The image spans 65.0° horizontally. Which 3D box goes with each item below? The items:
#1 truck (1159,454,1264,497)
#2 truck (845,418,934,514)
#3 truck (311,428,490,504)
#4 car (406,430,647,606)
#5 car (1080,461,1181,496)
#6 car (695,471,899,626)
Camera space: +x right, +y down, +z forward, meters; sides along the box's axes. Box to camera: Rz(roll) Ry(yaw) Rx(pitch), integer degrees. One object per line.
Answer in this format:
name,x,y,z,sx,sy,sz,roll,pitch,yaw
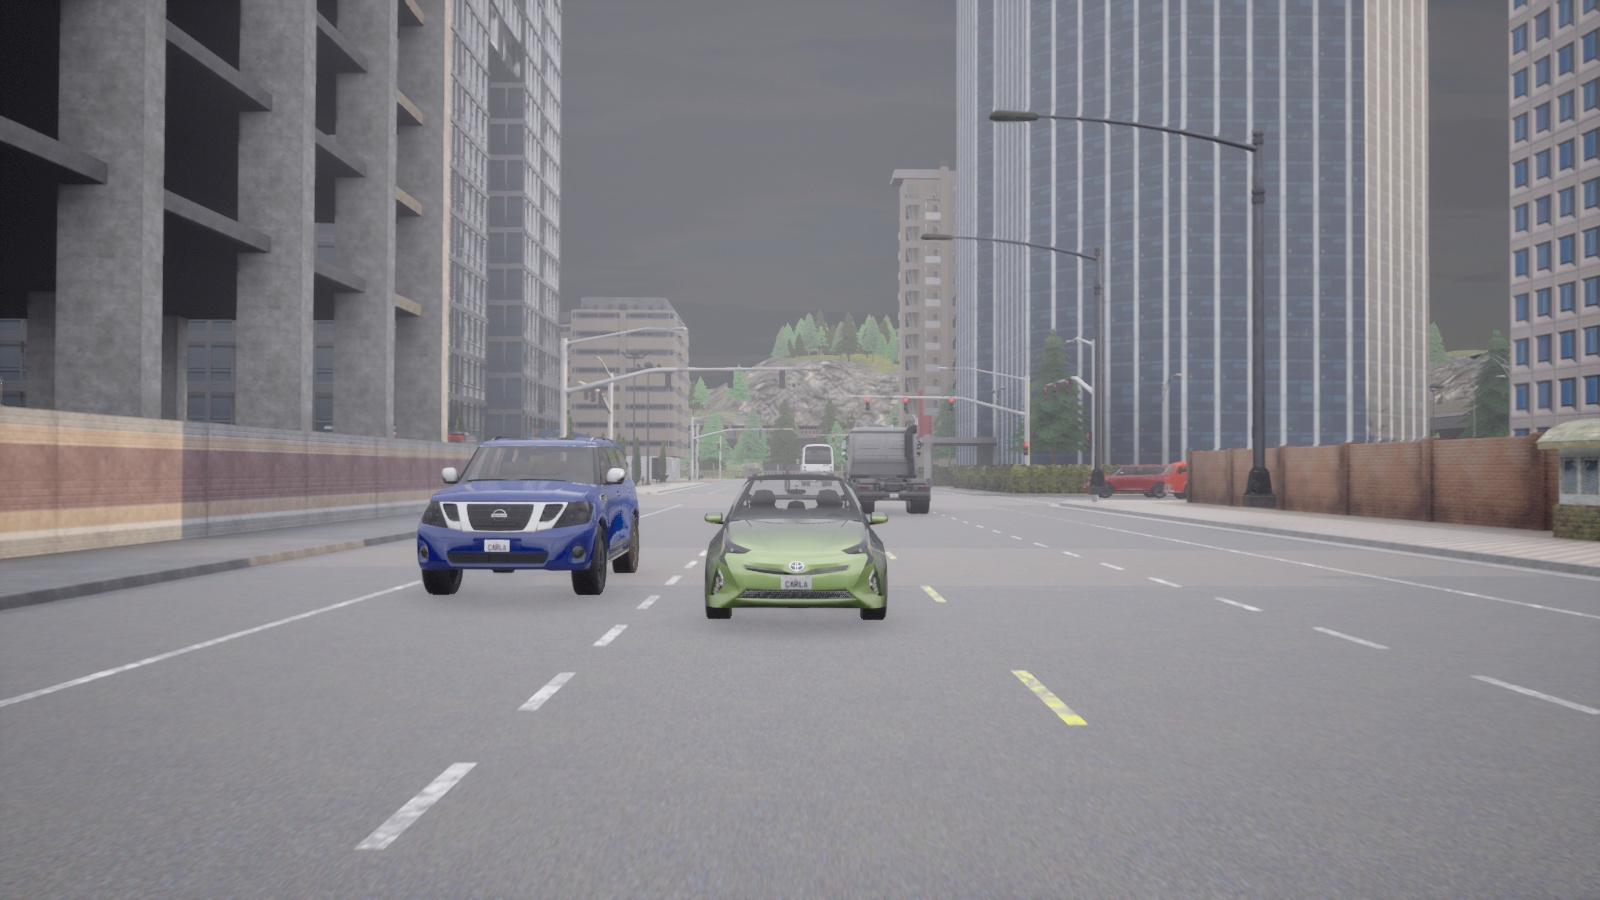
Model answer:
truck,23.961,1.464,73.266,5.204,2.467,2.627,0,-1,-1
truck,3.379,0.646,49.229,2.891,3.462,7.936,0,-1,0
truck,-20.814,0.838,65.752,8.468,3.827,2.891,0,-1,-1
car,-3.542,0.841,17.477,2.150,2.045,5.566,0,-1,0
car,20.174,1.741,76.719,5.566,2.045,2.150,0,-1,-1
car,-0.035,1.008,14.641,2.007,1.525,4.514,0,-1,0
